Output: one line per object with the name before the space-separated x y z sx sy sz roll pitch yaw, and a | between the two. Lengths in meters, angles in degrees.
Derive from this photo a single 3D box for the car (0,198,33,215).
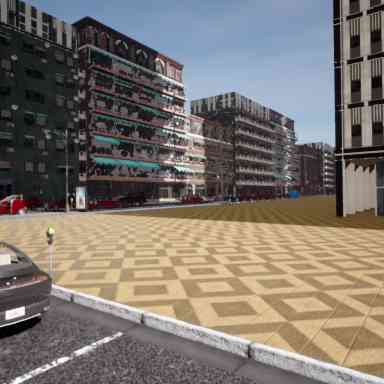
car | -16.084 1.413 27.954 1.802 1.307 4.206 -1 0 36

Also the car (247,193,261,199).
car | 16.167 1.040 86.520 1.947 1.339 4.313 -1 0 36

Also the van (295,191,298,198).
van | 26.192 0.654 86.059 1.690 1.788 3.998 -1 0 36

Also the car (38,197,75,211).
car | -15.083 1.368 39.183 1.812 1.442 4.674 -1 0 36

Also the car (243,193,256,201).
car | 9.933 1.048 63.711 1.887 1.381 4.507 -1 0 36

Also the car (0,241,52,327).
car | -4.372 1.553 6.184 4.403 1.369 2.008 0 -1 36

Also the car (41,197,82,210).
car | -16.354 1.415 41.826 1.887 1.381 4.507 -1 0 36

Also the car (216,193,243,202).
car | 6.681 1.093 59.241 2.008 1.369 4.403 -1 0 36

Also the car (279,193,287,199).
car | 19.690 0.938 77.119 2.008 1.369 4.403 -1 0 36

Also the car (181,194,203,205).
car | 0.176 1.062 50.302 1.967 1.590 4.097 -1 0 36

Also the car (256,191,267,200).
car | 13.186 1.046 68.180 1.802 1.307 4.206 -1 0 36

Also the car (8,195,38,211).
car | -19.609 1.228 37.356 2.192 1.841 5.009 -1 0 36

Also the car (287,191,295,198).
car | 22.942 0.932 81.589 1.802 1.307 4.206 -1 0 36

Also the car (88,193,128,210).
car | -9.580 1.186 36.894 1.967 1.590 4.097 -1 0 36

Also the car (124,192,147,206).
car | -8.937 0.985 47.628 2.150 2.045 5.566 -1 0 36

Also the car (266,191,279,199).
car | 16.435 0.740 72.650 2.192 1.841 5.009 -1 0 36

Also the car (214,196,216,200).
car | 6.409 1.028 73.111 1.967 1.590 4.097 -1 0 36
